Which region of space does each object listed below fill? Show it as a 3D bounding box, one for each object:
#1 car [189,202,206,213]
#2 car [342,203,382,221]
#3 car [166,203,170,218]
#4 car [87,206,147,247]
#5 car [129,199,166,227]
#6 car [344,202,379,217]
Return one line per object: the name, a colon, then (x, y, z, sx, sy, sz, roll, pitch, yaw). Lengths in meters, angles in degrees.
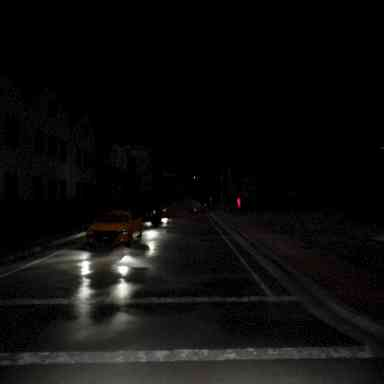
car: (0.810, 2.160, 46.182, 1.812, 1.442, 4.674, 0, -1, 10)
car: (15.426, 1.891, 30.502, 2.007, 1.523, 4.514, 0, -1, 0)
car: (-3.552, 1.833, 36.057, 2.097, 1.767, 4.553, 0, -1, 0)
car: (-3.598, 1.662, 16.235, 1.882, 1.535, 5.008, 0, -1, 0)
car: (-3.591, 1.555, 26.169, 2.150, 2.045, 5.566, 0, -1, 0)
car: (19.071, 1.932, 37.561, 1.970, 1.475, 3.806, 0, -1, 0)
